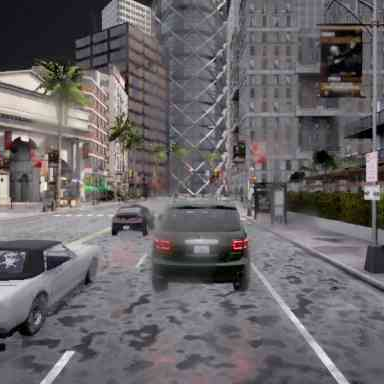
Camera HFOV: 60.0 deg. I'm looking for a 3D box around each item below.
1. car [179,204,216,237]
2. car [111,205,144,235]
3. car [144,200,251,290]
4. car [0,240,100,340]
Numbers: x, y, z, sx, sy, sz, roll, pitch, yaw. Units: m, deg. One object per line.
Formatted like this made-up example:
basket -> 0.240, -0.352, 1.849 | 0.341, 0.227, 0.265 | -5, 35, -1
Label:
car -> 0.300, 1.505, 19.048 | 1.837, 1.490, 4.892 | 0, 0, 1
car -> -3.200, 1.505, 18.744 | 1.837, 1.490, 4.892 | 0, 0, 1
car -> 0.200, 1.221, 9.188 | 2.150, 2.045, 5.566 | 0, 0, 0
car -> -3.314, 1.601, 6.589 | 1.895, 1.301, 4.718 | 0, 0, 0
